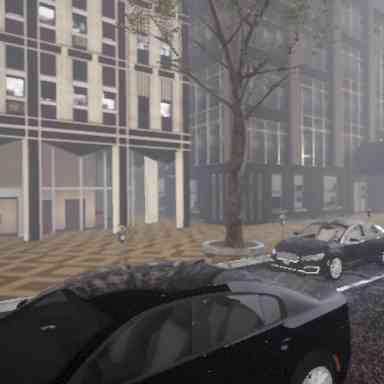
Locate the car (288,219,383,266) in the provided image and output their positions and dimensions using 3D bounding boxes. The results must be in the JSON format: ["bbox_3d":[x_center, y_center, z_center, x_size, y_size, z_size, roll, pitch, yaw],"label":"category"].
[{"bbox_3d":[4.110,1.482,9.499,4.403,1.369,2.008,-1,0,-36],"label":"car"}]

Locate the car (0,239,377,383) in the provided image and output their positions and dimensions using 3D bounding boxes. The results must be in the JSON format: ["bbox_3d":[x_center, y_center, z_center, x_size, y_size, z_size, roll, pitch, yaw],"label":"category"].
[{"bbox_3d":[-0.583,1.469,2.962,5.008,1.535,1.882,-1,0,-36],"label":"car"}]
